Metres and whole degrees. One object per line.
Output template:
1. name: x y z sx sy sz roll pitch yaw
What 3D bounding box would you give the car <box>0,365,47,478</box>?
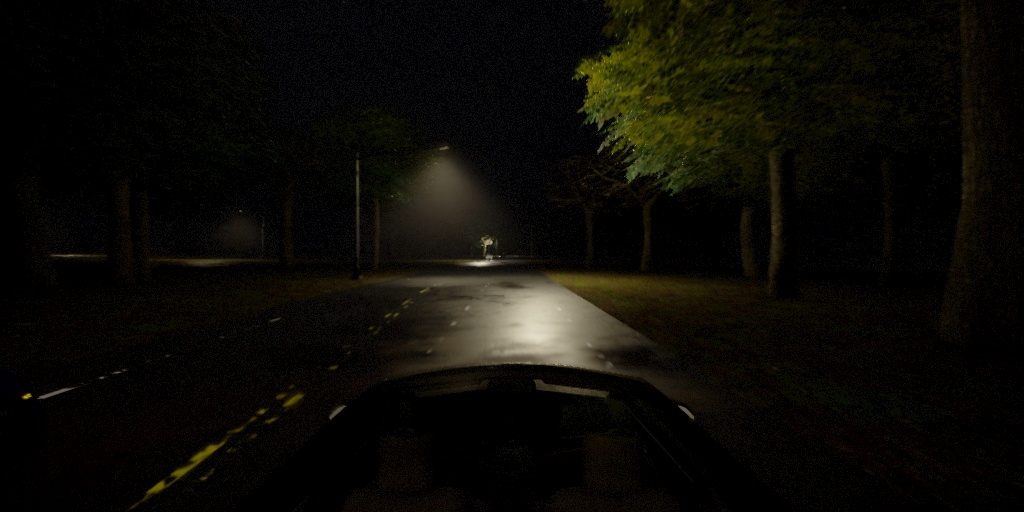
1. car: -4.545 1.279 0.949 1.812 1.442 4.674 0 0 -6
